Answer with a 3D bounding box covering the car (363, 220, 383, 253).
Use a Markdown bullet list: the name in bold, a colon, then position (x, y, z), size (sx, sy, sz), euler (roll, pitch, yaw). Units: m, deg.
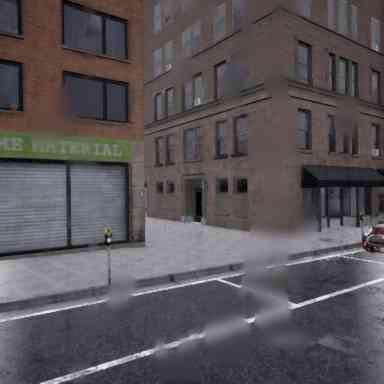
- **car**: position (8.157, 1.439, 12.428), size (4.097, 1.590, 1.967), euler (0, -1, -35)
